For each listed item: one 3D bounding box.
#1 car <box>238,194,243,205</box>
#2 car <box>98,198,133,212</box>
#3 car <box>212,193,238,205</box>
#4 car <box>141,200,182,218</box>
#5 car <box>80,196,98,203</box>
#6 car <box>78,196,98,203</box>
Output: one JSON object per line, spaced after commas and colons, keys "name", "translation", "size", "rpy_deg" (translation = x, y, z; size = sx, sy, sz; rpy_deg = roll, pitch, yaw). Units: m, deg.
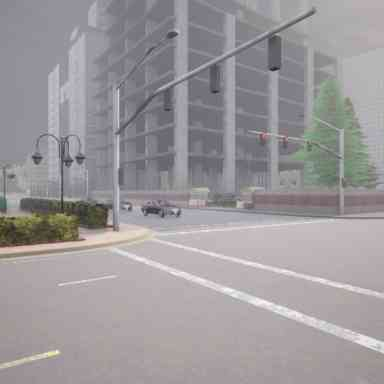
{"name": "car", "translation": [7.346, 1.114, 55.157], "size": [1.905, 1.878, 3.866], "rpy_deg": [0, 0, -36]}
{"name": "car", "translation": [-8.390, 1.436, 37.482], "size": [2.128, 1.511, 4.902], "rpy_deg": [0, 0, -36]}
{"name": "car", "translation": [4.957, 1.114, 53.441], "size": [1.905, 1.878, 3.866], "rpy_deg": [0, 0, -36]}
{"name": "car", "translation": [-2.819, 1.436, 29.815], "size": [2.128, 1.511, 4.902], "rpy_deg": [0, 0, -36]}
{"name": "car", "translation": [-20.713, 1.545, 66.671], "size": [1.895, 1.301, 4.718], "rpy_deg": [0, 0, -36]}
{"name": "car", "translation": [-14.288, 1.508, 45.610], "size": [1.994, 1.385, 4.181], "rpy_deg": [0, 0, -36]}
